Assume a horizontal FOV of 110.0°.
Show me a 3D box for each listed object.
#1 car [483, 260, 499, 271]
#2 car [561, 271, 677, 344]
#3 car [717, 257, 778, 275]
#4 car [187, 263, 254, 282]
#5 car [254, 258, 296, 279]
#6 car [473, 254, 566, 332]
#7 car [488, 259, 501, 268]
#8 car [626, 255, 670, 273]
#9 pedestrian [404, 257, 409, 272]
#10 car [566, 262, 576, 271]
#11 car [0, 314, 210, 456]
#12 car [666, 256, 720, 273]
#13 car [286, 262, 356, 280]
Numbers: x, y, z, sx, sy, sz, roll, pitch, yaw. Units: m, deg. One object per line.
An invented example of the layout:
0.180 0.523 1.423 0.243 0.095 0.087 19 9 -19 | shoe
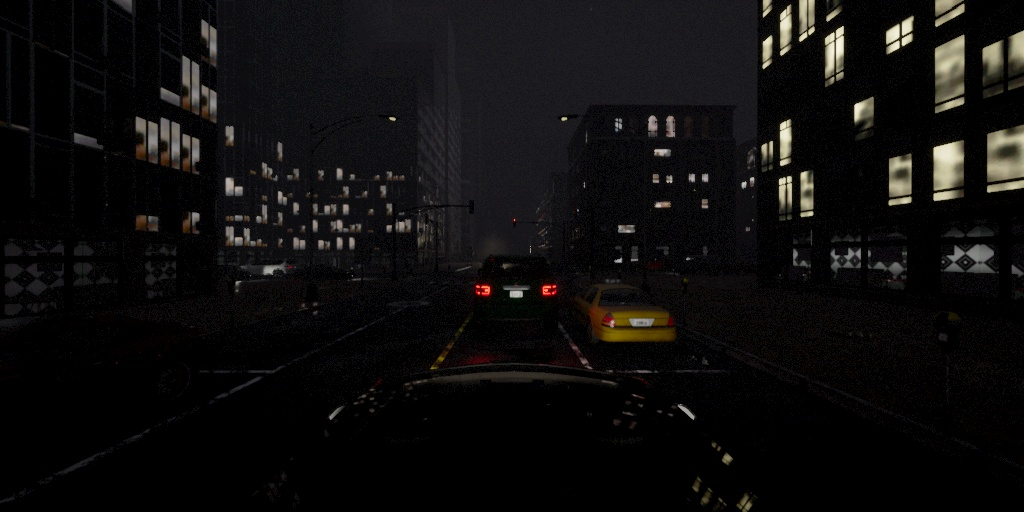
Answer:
-2.886 1.288 50.584 2.033 1.411 5.357 0 0 -1 | car
2.558 1.273 9.385 1.751 1.417 4.829 0 0 0 | car
21.056 1.012 31.789 4.507 1.381 1.888 0 0 -1 | car
-27.537 1.595 33.634 4.892 1.490 1.837 -1 0 -1 | car
-24.776 1.268 36.621 5.566 2.045 2.150 -1 0 -1 | car
0.089 0.969 10.937 2.150 2.045 5.566 0 0 0 | car
-2.888 1.287 60.721 2.033 1.411 5.357 0 0 0 | car
15.284 0.835 39.603 5.009 1.841 2.192 0 0 -1 | car
-12.392 1.011 42.205 0.375 1.860 0.375 0 1 -1 | pedestrian
4.751 1.223 38.501 4.181 1.385 1.994 -1 0 21 | car
-5.317 1.331 3.647 1.802 1.307 4.207 0 0 0 | car
19.375 1.022 37.182 5.357 1.411 2.033 -1 0 -1 | car
-17.723 1.507 33.769 5.357 1.411 2.033 -1 0 -1 | car
